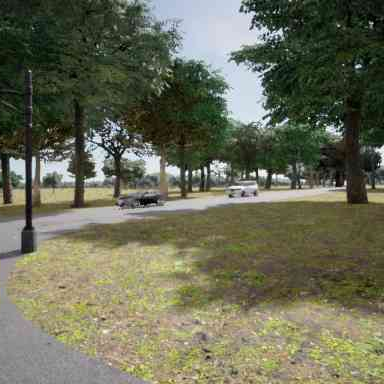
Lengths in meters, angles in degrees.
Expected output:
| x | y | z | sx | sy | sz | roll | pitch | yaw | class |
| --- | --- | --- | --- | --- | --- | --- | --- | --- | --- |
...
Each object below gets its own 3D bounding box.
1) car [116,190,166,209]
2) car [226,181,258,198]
| x | y | z | sx | sy | sz | roll | pitch | yaw | class |
| --- | --- | --- | --- | --- | --- | --- | --- | --- | --- |
| -4.392 | 0.591 | 29.001 | 2.128 | 1.511 | 4.902 | -1 | 2 | 38 | car |
| 6.648 | -0.379 | 43.319 | 2.150 | 2.045 | 5.566 | -1 | 2 | 38 | car |
